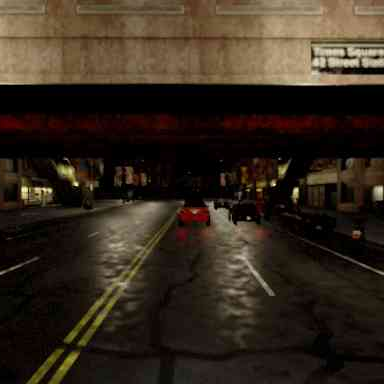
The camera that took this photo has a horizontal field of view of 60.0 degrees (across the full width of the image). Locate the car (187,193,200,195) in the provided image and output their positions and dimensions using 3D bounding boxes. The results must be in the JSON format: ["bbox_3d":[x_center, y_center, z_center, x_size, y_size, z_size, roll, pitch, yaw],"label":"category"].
[{"bbox_3d":[0.219,1.199,42.108,2.150,2.045,5.566,0,0,0],"label":"car"}]

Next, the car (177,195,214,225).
[{"bbox_3d":[0.203,1.340,23.878,2.097,1.767,4.553,0,0,0],"label":"car"}]

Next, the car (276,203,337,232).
[{"bbox_3d":[6.724,1.585,19.872,1.895,1.301,4.718,0,0,0],"label":"car"}]

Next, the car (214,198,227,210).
[{"bbox_3d":[3.720,1.526,42.429,2.033,1.411,5.357,0,0,0],"label":"car"}]

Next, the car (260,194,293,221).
[{"bbox_3d":[6.678,1.215,27.268,2.435,2.045,5.566,0,0,0],"label":"car"}]

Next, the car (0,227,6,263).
[{"bbox_3d":[-7.033,1.347,8.746,2.097,1.767,4.553,0,0,1],"label":"car"}]

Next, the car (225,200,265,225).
[{"bbox_3d":[3.697,1.513,23.926,1.812,1.442,4.674,0,0,0],"label":"car"}]
